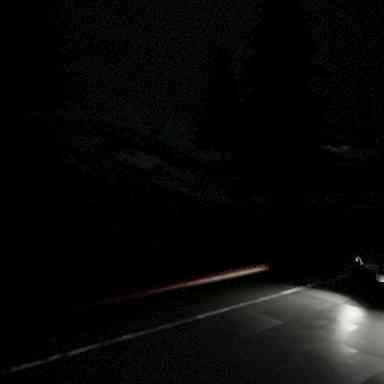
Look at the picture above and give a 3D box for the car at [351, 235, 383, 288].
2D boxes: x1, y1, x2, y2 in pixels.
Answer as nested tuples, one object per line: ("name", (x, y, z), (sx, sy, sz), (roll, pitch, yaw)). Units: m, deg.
("car", (5.767, 1.476, 8.012), (4.674, 1.442, 1.812), (0, 0, -35))
